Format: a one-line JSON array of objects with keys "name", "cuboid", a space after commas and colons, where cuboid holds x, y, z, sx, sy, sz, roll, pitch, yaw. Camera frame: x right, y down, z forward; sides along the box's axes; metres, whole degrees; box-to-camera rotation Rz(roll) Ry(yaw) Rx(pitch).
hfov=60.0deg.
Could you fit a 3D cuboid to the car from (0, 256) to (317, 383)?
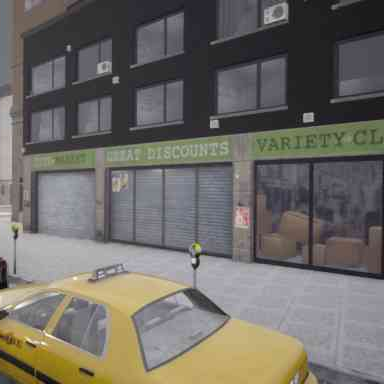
[{"name": "car", "cuboid": [-1.145, 1.525, 3.900, 4.829, 1.417, 1.752, 0, 1, 35]}]
